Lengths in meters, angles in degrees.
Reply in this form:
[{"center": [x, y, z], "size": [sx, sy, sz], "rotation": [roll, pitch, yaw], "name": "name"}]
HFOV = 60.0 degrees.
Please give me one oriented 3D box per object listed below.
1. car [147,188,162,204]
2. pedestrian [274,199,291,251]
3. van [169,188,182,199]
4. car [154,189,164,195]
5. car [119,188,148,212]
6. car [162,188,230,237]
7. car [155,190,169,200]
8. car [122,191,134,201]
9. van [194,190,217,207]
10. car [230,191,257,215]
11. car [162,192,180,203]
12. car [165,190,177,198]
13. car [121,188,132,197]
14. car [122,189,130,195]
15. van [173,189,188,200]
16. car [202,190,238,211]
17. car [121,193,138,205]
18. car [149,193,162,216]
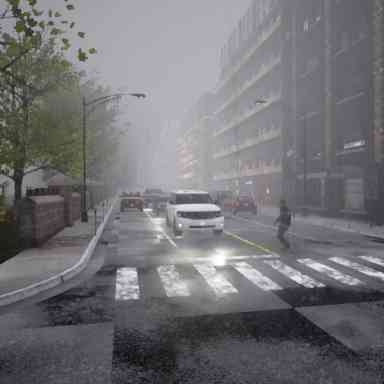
[{"center": [-4.282, 0.564, 37.114], "size": [2.150, 2.045, 5.566], "rotation": [0, 1, -11], "name": "car"}, {"center": [3.168, 1.094, 11.463], "size": [0.375, 1.860, 0.375], "rotation": [1, 0, -12], "name": "pedestrian"}, {"center": [-2.991, 0.269, 59.425], "size": [1.690, 1.788, 3.998], "rotation": [1, 1, -12], "name": "van"}, {"center": [-8.600, 0.006, 86.466], "size": [1.947, 1.339, 4.313], "rotation": [1, 1, -12], "name": "car"}, {"center": [-5.590, 0.779, 30.687], "size": [2.192, 1.841, 5.009], "rotation": [1, 1, -12], "name": "car"}, {"center": [-0.042, 0.930, 16.766], "size": [2.150, 2.045, 5.566], "rotation": [0, 1, -10], "name": "car"}, {"center": [-5.095, 0.496, 56.241], "size": [1.837, 1.490, 4.892], "rotation": [0, 1, -12], "name": "car"}, {"center": [-10.044, 0.602, 52.154], "size": [1.752, 1.417, 4.829], "rotation": [1, 1, -12], "name": "car"}, {"center": [1.493, 0.659, 37.794], "size": [1.690, 1.788, 3.998], "rotation": [1, 1, -12], "name": "van"}, {"center": [3.734, 0.953, 26.981], "size": [1.967, 1.590, 4.097], "rotation": [1, 1, -12], "name": "car"}, {"center": [-3.038, 0.765, 46.593], "size": [1.895, 1.301, 4.718], "rotation": [0, 1, -11], "name": "car"}, {"center": [-4.149, 0.352, 65.001], "size": [1.752, 1.417, 4.829], "rotation": [1, 1, -12], "name": "car"}, {"center": [-14.559, -0.001, 73.948], "size": [2.192, 1.841, 5.009], "rotation": [1, 1, -12], "name": "car"}, {"center": [-17.926, -0.043, 90.174], "size": [1.947, 1.339, 4.313], "rotation": [1, 1, -12], "name": "car"}, {"center": [-1.870, 0.366, 54.018], "size": [1.690, 1.788, 3.998], "rotation": [1, 1, -12], "name": "van"}, {"center": [2.614, 0.730, 32.386], "size": [2.192, 1.841, 5.009], "rotation": [1, 1, -12], "name": "car"}, {"center": [-7.837, 0.835, 41.506], "size": [1.947, 1.339, 4.313], "rotation": [1, 1, -12], "name": "car"}, {"center": [-2.137, 1.056, 26.714], "size": [1.812, 1.442, 4.674], "rotation": [0, 1, -12], "name": "car"}]
